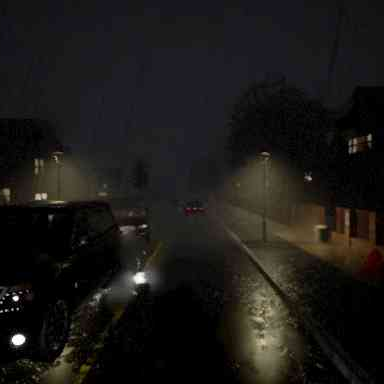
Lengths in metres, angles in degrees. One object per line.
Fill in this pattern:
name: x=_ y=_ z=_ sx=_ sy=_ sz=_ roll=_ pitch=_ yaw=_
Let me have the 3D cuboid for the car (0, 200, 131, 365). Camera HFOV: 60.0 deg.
car: x=-2.820 y=1.209 z=6.237 sx=2.150 sy=2.045 sz=5.566 roll=0 pitch=0 yaw=1

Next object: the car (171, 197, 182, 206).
car: x=-2.434 y=1.558 z=55.457 sx=2.033 sy=1.411 sz=5.357 roll=0 pitch=0 yaw=0

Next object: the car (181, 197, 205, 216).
car: x=0.287 y=1.536 z=32.696 sx=2.033 sy=1.411 sz=5.357 roll=0 pitch=0 yaw=0

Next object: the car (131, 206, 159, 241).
car: x=-2.753 y=1.471 z=16.597 sx=2.128 sy=1.511 sz=4.902 roll=0 pitch=0 yaw=0

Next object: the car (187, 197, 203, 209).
car: x=0.361 y=1.493 z=46.322 sx=2.128 sy=1.511 sz=4.902 roll=0 pitch=0 yaw=0
